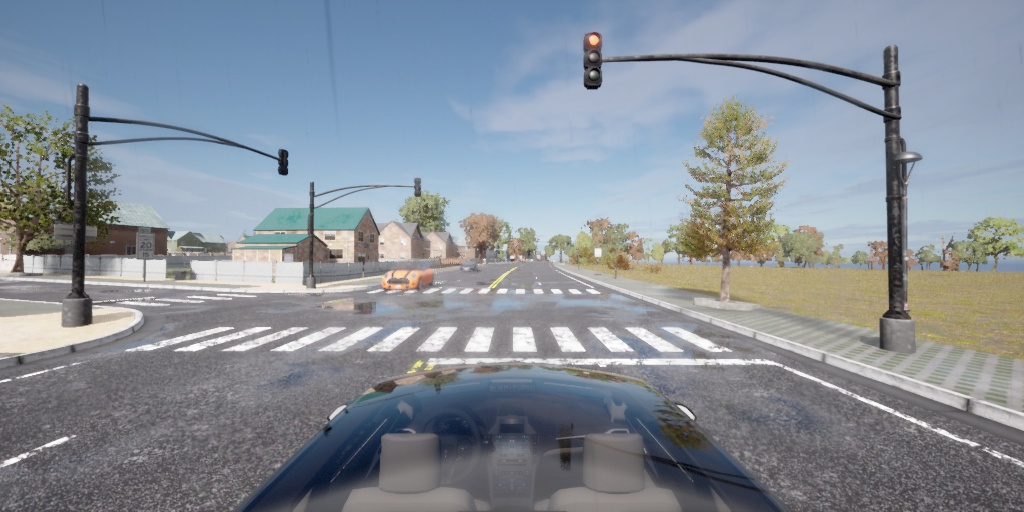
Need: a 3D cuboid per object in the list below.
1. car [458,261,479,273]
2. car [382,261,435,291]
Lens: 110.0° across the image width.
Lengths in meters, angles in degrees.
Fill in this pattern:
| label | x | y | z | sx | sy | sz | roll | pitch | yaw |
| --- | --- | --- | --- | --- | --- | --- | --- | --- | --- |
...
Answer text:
| label | x | y | z | sx | sy | sz | roll | pitch | yaw |
| --- | --- | --- | --- | --- | --- | --- | --- | --- | --- |
| car | -5.333 | 1.344 | 45.119 | 1.812 | 1.442 | 4.674 | 0 | 0 | 3 |
| car | -6.207 | 1.115 | 21.955 | 2.097 | 1.767 | 4.553 | 0 | 0 | 1 |
